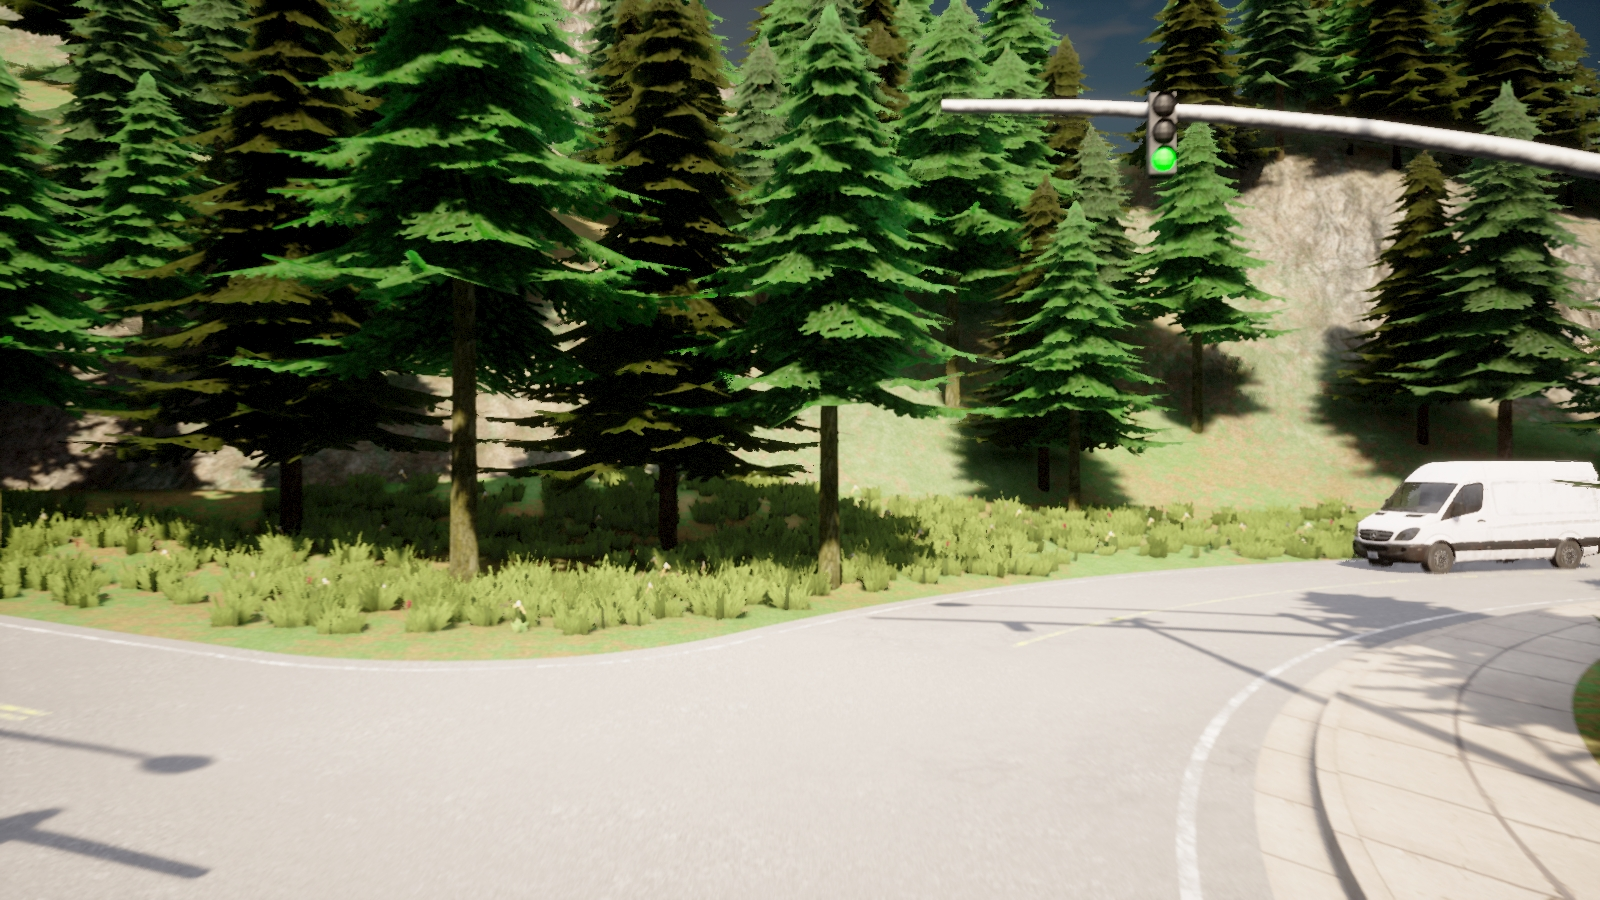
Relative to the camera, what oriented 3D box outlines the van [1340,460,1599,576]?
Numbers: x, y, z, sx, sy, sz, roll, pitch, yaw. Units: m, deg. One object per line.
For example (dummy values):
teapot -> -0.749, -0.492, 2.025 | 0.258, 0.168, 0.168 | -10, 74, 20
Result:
van -> 16.054, 1.519, 27.154 | 5.915, 2.561, 1.988 | 0, 0, -15
